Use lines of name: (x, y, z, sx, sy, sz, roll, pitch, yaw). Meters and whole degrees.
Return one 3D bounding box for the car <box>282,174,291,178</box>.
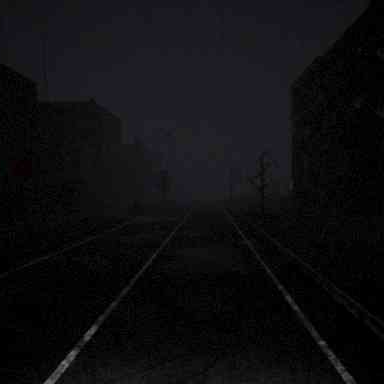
car: (27.056, -4.327, 91.006, 2.097, 1.535, 5.008, 0, 1, -1)
